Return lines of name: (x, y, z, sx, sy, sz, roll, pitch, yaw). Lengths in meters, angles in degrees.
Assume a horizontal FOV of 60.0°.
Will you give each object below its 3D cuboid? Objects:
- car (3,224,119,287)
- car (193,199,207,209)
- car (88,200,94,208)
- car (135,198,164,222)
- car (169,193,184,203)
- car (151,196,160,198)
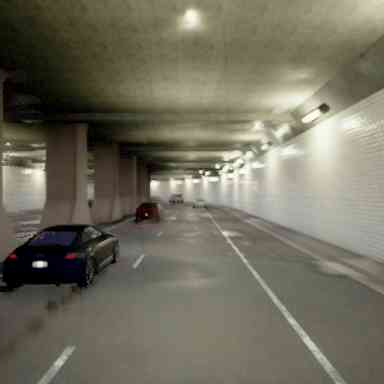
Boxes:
car: (-3.399, 1.594, 9.443, 1.994, 1.385, 4.181, 0, 0, 0)
car: (1.122, 1.676, 48.473, 1.812, 1.442, 4.674, 0, 0, -3)
car: (-14.281, 1.750, 48.090, 1.895, 1.301, 4.718, 0, 0, -3)
car: (-3.398, 1.563, 27.346, 1.882, 1.535, 5.008, 0, 0, 0)
car: (-3.282, 1.294, 68.890, 2.150, 2.045, 5.566, 0, 0, -16)
car: (-9.406, 1.695, 85.325, 1.812, 1.442, 4.674, 0, 0, -26)
